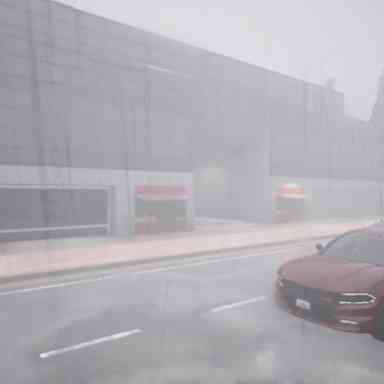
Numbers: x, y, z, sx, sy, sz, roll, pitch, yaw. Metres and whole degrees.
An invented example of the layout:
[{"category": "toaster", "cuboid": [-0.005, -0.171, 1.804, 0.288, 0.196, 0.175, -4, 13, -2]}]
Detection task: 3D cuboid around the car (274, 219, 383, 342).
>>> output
[{"category": "car", "cuboid": [3.778, 1.486, 6.643, 5.008, 1.535, 1.882, 0, 0, -35]}]
